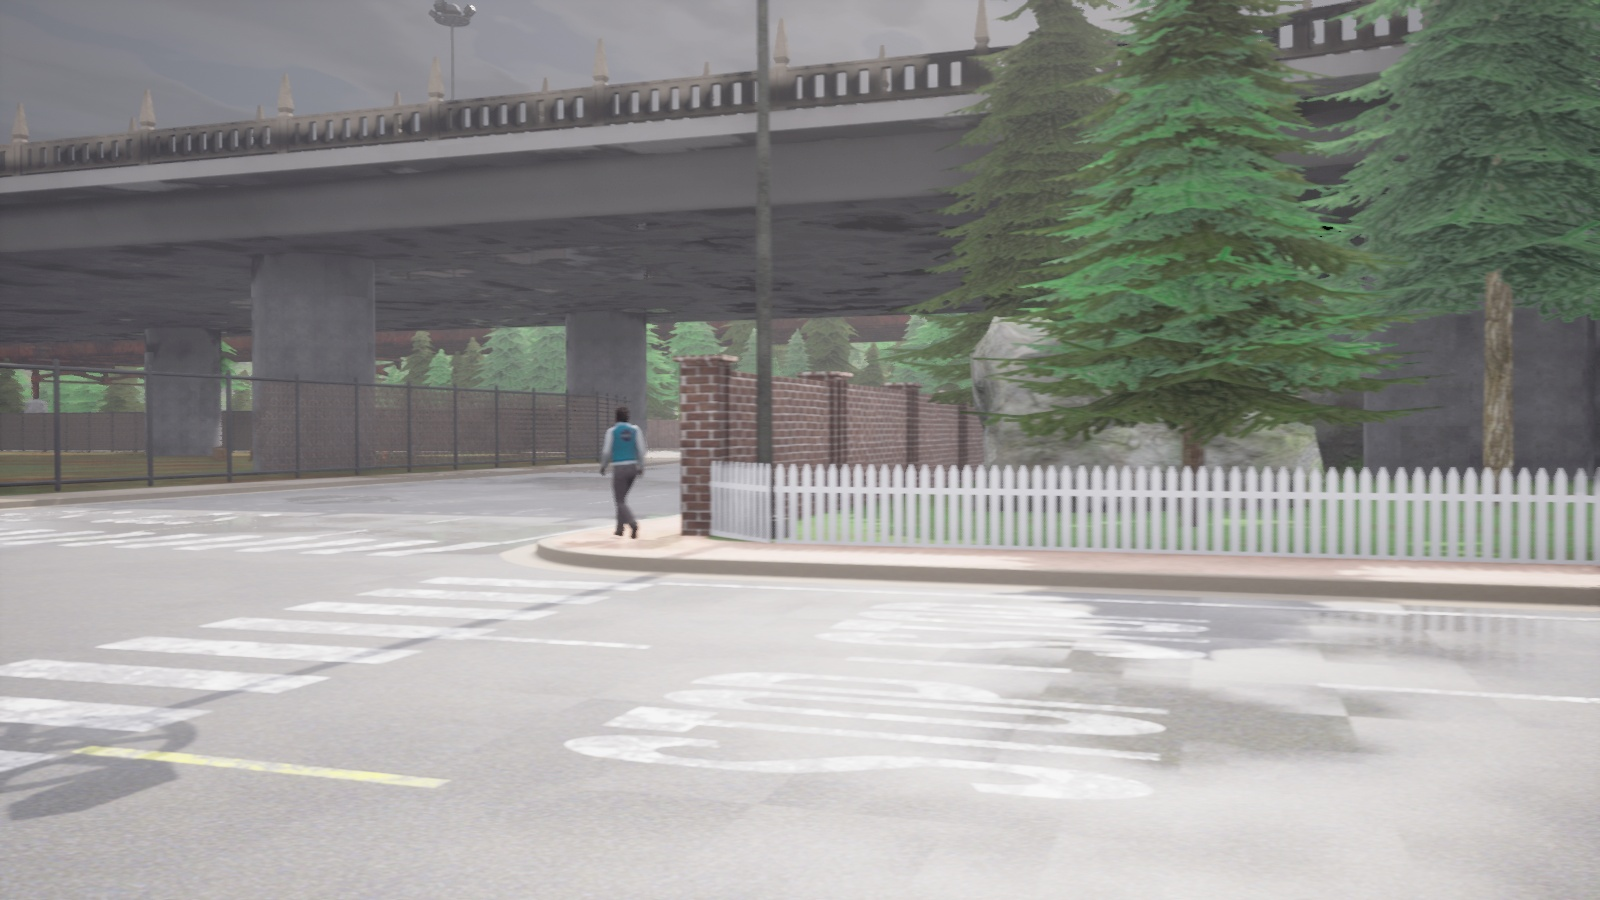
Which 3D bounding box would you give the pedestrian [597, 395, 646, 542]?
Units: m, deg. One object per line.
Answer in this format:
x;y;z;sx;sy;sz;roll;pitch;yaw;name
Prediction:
-2.398;0.237;16.887;0.396;1.930;0.692;0;1;-33;pedestrian
